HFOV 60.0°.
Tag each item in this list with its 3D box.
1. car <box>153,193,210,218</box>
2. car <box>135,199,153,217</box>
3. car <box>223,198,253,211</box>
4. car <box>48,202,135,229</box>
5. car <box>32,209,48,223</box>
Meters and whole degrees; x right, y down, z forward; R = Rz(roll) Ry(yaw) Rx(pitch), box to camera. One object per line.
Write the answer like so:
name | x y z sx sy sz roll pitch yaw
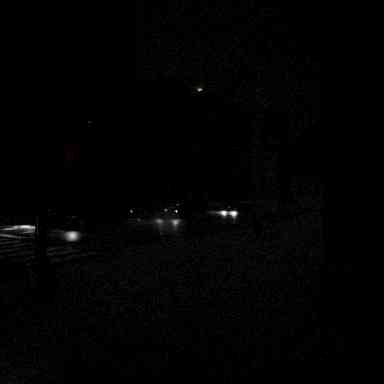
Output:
car | -0.553 1.121 29.536 2.150 2.045 5.566 0 0 35
car | -3.785 1.402 30.587 2.128 1.511 4.902 0 0 35
car | 5.216 1.421 37.639 1.994 1.385 4.181 0 0 36
car | -6.300 1.419 21.431 1.882 1.535 5.008 0 0 34
car | -8.902 1.511 23.368 1.994 1.385 4.181 0 0 35
